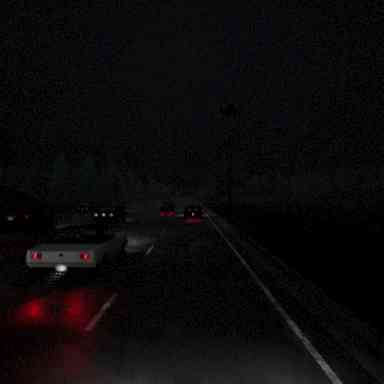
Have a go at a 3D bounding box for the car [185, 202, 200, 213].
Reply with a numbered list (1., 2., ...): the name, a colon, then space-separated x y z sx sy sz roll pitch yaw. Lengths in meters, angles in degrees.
1. car: 0.087 2.076 45.008 1.994 1.385 4.181 0 -1 0

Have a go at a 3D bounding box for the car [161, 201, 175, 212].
1. car: -3.424 2.039 48.185 2.128 1.511 4.902 0 -1 0

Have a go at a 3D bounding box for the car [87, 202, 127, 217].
1. car: -6.899 1.872 28.457 2.033 1.411 5.357 0 -1 0

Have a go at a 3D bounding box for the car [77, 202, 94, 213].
1. car: -13.910 2.033 44.553 1.812 1.442 4.674 0 0 0

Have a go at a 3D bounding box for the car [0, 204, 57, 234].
1. car: -10.397 1.594 21.240 2.097 1.767 4.553 0 -1 0

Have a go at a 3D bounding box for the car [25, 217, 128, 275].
1. car: -3.403 1.726 10.907 1.895 1.301 4.718 0 -1 0

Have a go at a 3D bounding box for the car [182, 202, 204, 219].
1. car: 0.105 1.895 34.274 1.837 1.490 4.892 0 -1 0
